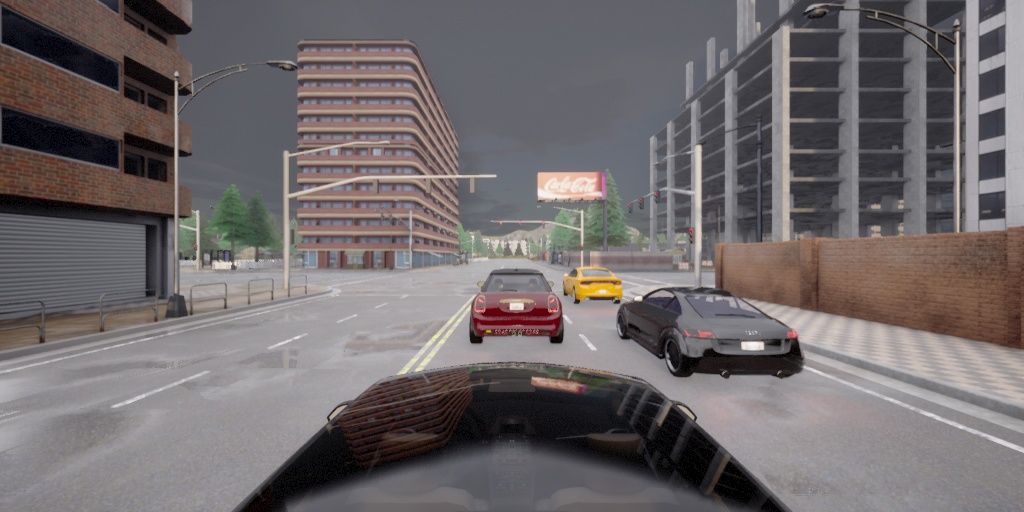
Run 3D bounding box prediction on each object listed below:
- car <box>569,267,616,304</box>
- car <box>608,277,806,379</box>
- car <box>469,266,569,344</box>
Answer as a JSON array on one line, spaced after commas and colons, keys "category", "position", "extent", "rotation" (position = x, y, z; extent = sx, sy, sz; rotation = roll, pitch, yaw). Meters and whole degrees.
[{"category": "car", "position": [3.496, 1.221, 16.300], "extent": [1.882, 1.535, 5.008], "rotation": [0, 0, 0]}, {"category": "car", "position": [3.597, 1.311, 7.367], "extent": [1.994, 1.385, 4.181], "rotation": [0, 0, 0]}, {"category": "car", "position": [0.099, 1.098, 9.771], "extent": [2.097, 1.767, 4.553], "rotation": [0, 0, 0]}]
